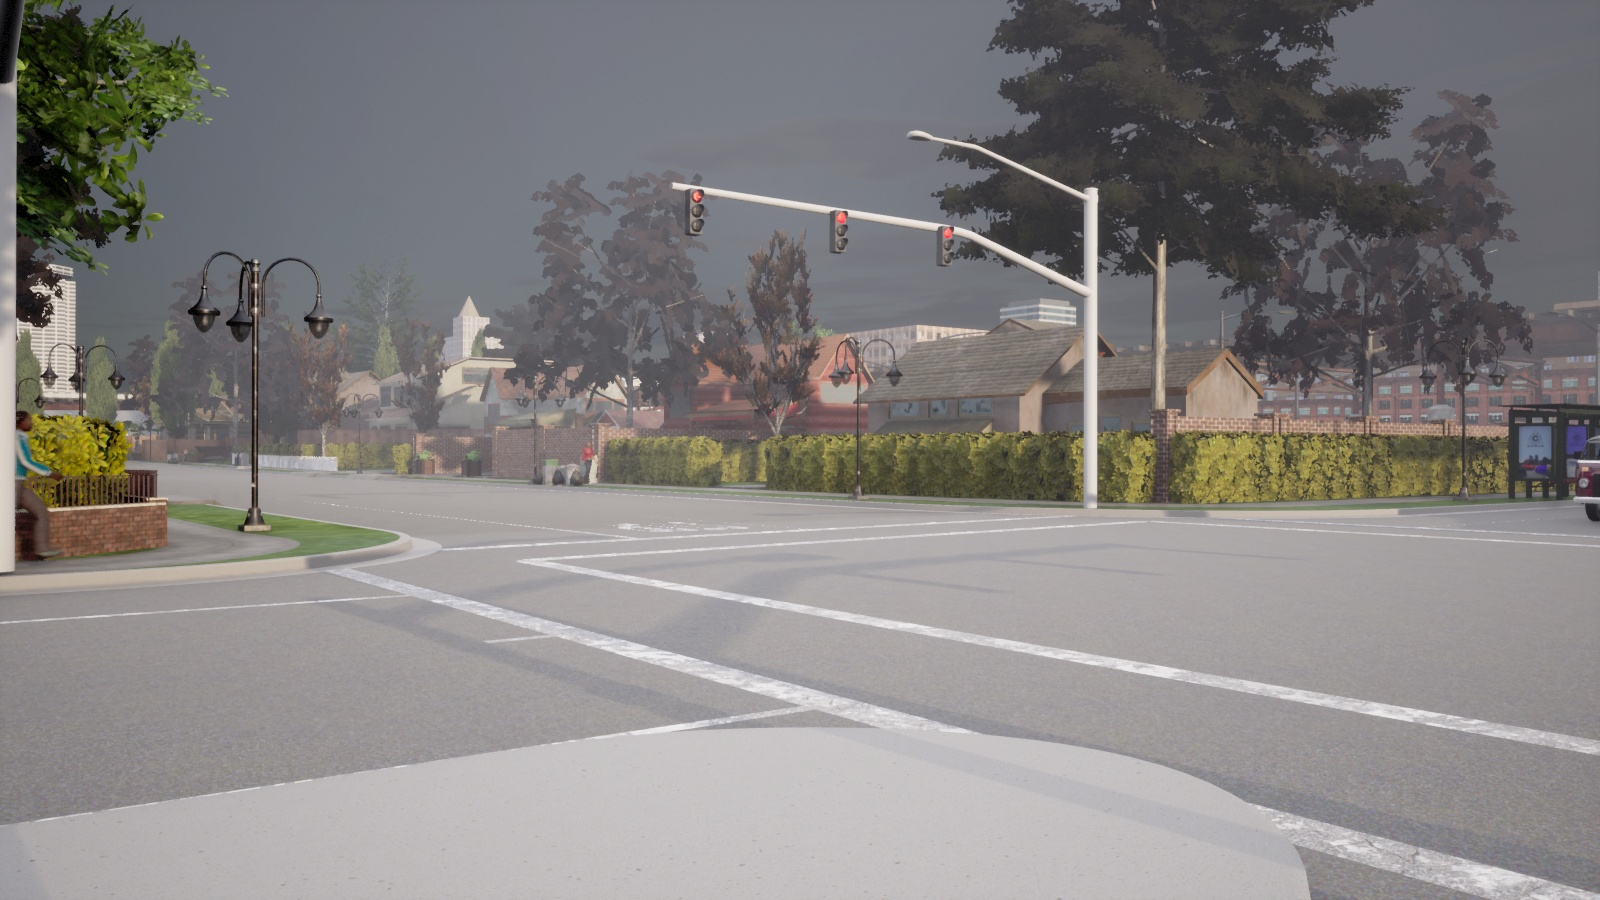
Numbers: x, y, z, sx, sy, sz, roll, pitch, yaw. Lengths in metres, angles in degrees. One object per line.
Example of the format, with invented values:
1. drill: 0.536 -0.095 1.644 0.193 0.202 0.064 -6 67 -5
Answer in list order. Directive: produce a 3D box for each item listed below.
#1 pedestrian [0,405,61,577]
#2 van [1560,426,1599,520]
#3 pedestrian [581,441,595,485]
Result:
1. pedestrian: -8.906 0.462 14.414 0.692 1.930 0.396 0 0 -36
2. van: 19.198 0.497 28.227 4.480 2.038 2.069 0 0 -37
3. pedestrian: -8.906 0.558 52.806 0.331 1.846 0.636 0 0 -36
